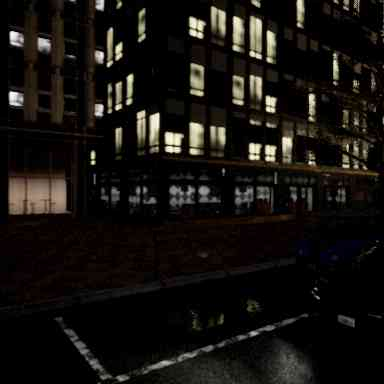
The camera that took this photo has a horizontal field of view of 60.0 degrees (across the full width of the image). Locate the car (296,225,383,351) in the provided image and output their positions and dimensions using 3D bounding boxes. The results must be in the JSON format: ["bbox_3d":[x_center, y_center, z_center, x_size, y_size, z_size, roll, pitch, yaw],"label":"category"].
[{"bbox_3d":[4.162,1.524,6.053,5.008,1.535,1.882,1,0,-36],"label":"car"}]

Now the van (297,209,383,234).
[{"bbox_3d":[4.761,1.405,9.701,3.998,1.788,1.690,0,0,-36],"label":"van"}]
